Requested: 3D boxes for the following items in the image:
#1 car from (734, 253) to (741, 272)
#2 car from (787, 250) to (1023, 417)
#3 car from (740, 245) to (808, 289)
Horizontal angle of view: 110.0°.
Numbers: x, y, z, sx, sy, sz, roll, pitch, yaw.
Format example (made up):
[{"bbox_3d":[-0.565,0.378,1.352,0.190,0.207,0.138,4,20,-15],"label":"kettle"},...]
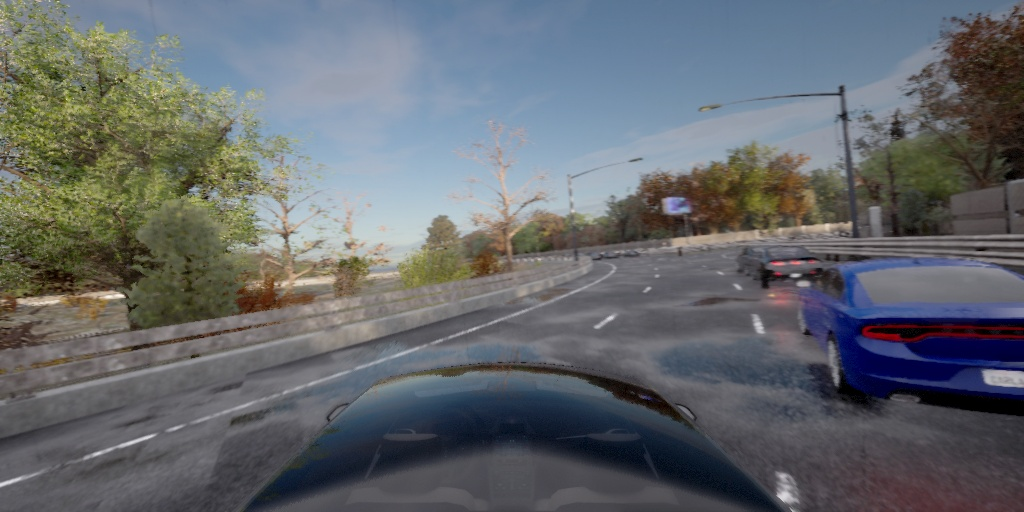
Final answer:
[{"bbox_3d":[13.169,0.178,19.007,1.837,1.490,4.892,-5,0,24],"label":"car"},{"bbox_3d":[5.440,0.759,5.066,1.882,1.535,5.008,-5,0,33],"label":"car"},{"bbox_3d":[10.708,0.356,14.254,2.128,1.511,4.902,-5,0,28],"label":"car"}]
